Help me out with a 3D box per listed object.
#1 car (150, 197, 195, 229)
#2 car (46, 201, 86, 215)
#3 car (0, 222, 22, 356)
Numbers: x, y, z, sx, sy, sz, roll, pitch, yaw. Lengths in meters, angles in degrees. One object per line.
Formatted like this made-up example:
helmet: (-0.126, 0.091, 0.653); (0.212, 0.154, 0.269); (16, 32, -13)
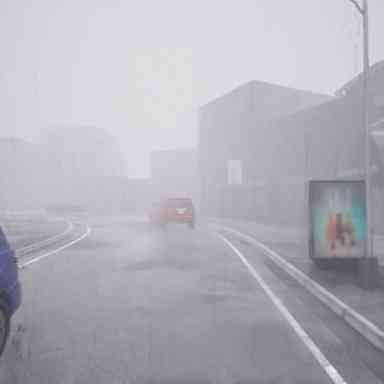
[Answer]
car: (-1.408, 1.336, 22.619); (2.150, 2.045, 5.566); (1, -1, -16)
car: (-14.181, 1.699, 37.283); (5.008, 1.535, 1.882); (0, -2, 29)
car: (-3.584, 1.224, 2.689); (2.150, 2.045, 5.566); (0, 0, 0)
